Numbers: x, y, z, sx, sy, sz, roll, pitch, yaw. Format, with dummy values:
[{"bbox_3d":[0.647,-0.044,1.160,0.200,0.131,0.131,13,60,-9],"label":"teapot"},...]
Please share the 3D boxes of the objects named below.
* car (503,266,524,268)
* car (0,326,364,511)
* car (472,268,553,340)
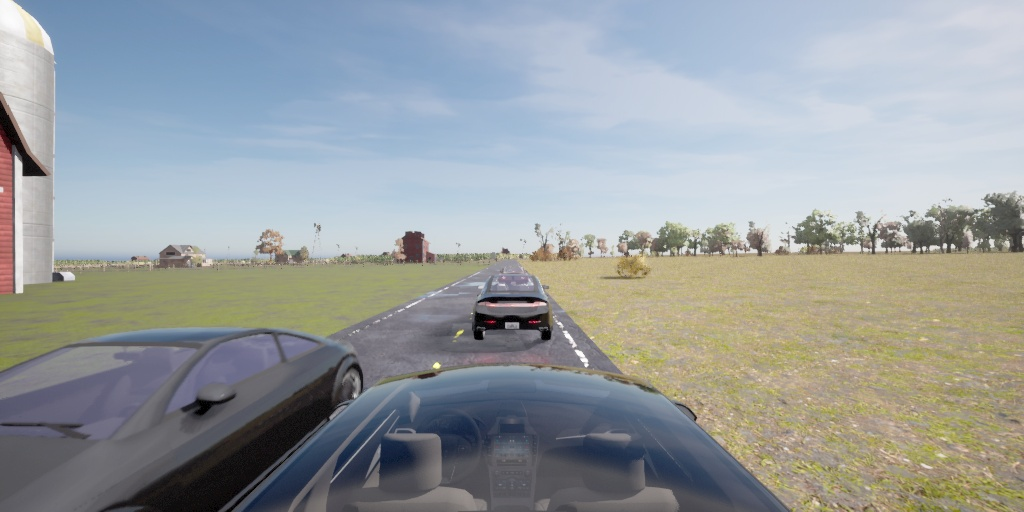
[{"bbox_3d":[0.105,1.357,24.154,1.895,1.301,4.718,0,0,1],"label":"car"},{"bbox_3d":[-2.850,1.315,2.806,1.994,1.385,4.181,0,0,0],"label":"car"},{"bbox_3d":[0.030,1.243,9.920,2.128,1.511,4.902,0,0,1],"label":"car"}]
